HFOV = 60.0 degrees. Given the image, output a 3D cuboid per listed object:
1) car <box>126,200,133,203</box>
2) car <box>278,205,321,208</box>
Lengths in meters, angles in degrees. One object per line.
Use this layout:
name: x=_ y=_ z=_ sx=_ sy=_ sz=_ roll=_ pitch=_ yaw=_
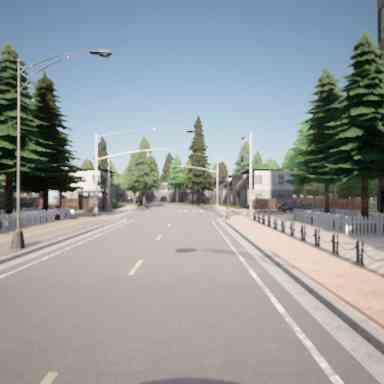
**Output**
car: x=-15.590 y=2.315 z=86.026 sx=1.994 sy=1.385 sz=4.181 roll=0 pitch=-1 yaw=-36
car: x=12.030 y=1.706 z=37.334 sx=4.902 sy=1.511 sz=2.128 roll=0 pitch=-1 yaw=2
